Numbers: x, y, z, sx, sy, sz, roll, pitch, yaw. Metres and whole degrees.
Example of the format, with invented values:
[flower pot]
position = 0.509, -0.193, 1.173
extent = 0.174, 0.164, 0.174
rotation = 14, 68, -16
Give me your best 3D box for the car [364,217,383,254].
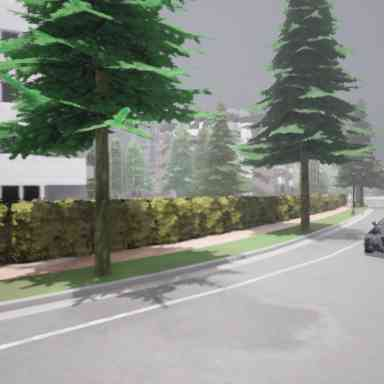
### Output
[car]
position = 7.948, 1.575, 12.630
extent = 1.994, 1.385, 4.181
rotation = -1, 0, 38
